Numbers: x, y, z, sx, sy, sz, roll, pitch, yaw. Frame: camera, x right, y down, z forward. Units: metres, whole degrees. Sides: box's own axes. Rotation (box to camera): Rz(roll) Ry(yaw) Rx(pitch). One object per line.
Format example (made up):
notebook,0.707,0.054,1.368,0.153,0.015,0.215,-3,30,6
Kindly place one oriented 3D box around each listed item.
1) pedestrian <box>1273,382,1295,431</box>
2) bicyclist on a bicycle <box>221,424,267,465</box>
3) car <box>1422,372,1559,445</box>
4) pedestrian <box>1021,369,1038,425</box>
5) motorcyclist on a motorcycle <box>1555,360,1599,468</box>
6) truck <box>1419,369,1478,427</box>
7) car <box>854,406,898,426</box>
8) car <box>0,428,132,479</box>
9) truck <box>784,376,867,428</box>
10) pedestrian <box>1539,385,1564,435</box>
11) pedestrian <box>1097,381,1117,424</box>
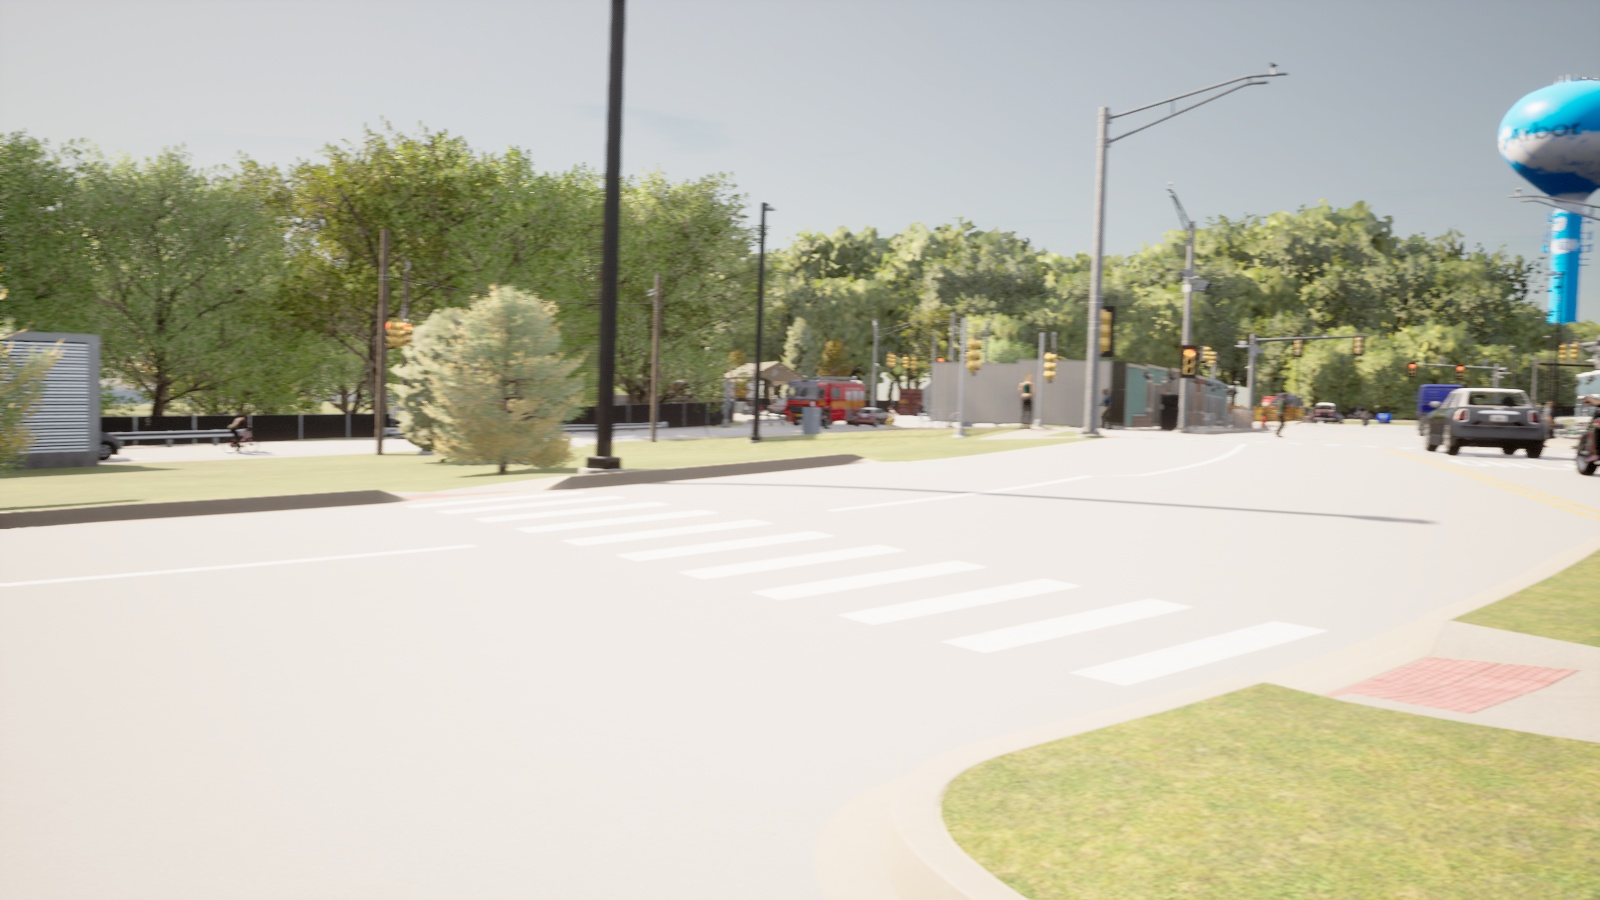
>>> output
pedestrian,19.441,-1.757,50.441,0.788,1.949,0.423,2,2,23
bicyclist on a bicycle,-22.664,-0.240,51.237,0.582,1.620,1.656,2,4,31
car,15.257,-0.936,27.956,1.970,1.475,3.806,2,2,18
pedestrian,7.586,-1.761,41.490,0.345,1.836,0.594,2,2,26
motorcyclist on a motorcycle,12.623,-0.559,19.350,0.766,1.649,2.350,1,3,8
truck,40.787,-3.261,79.223,2.891,3.462,7.936,2,2,25
car,5.951,-2.686,98.299,1.970,1.475,3.806,3,4,28
car,-26.558,0.087,44.694,2.007,1.525,4.514,3,4,31
truck,2.100,-3.844,98.507,2.891,3.827,8.468,2,4,29
pedestrian,28.051,-1.503,46.893,0.694,1.848,0.540,2,2,23
pedestrian,13.379,-2.055,54.673,0.726,1.835,0.370,1,2,-11
